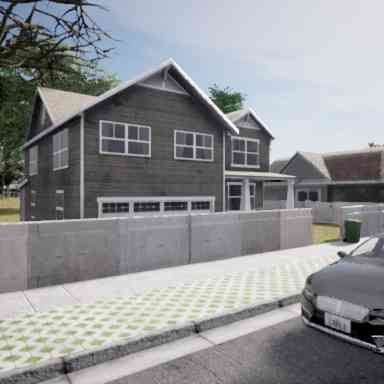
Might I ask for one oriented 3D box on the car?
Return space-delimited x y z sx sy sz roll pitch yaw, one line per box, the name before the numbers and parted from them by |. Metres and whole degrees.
car | 3.945 1.490 5.897 4.902 1.511 2.128 0 0 -36
